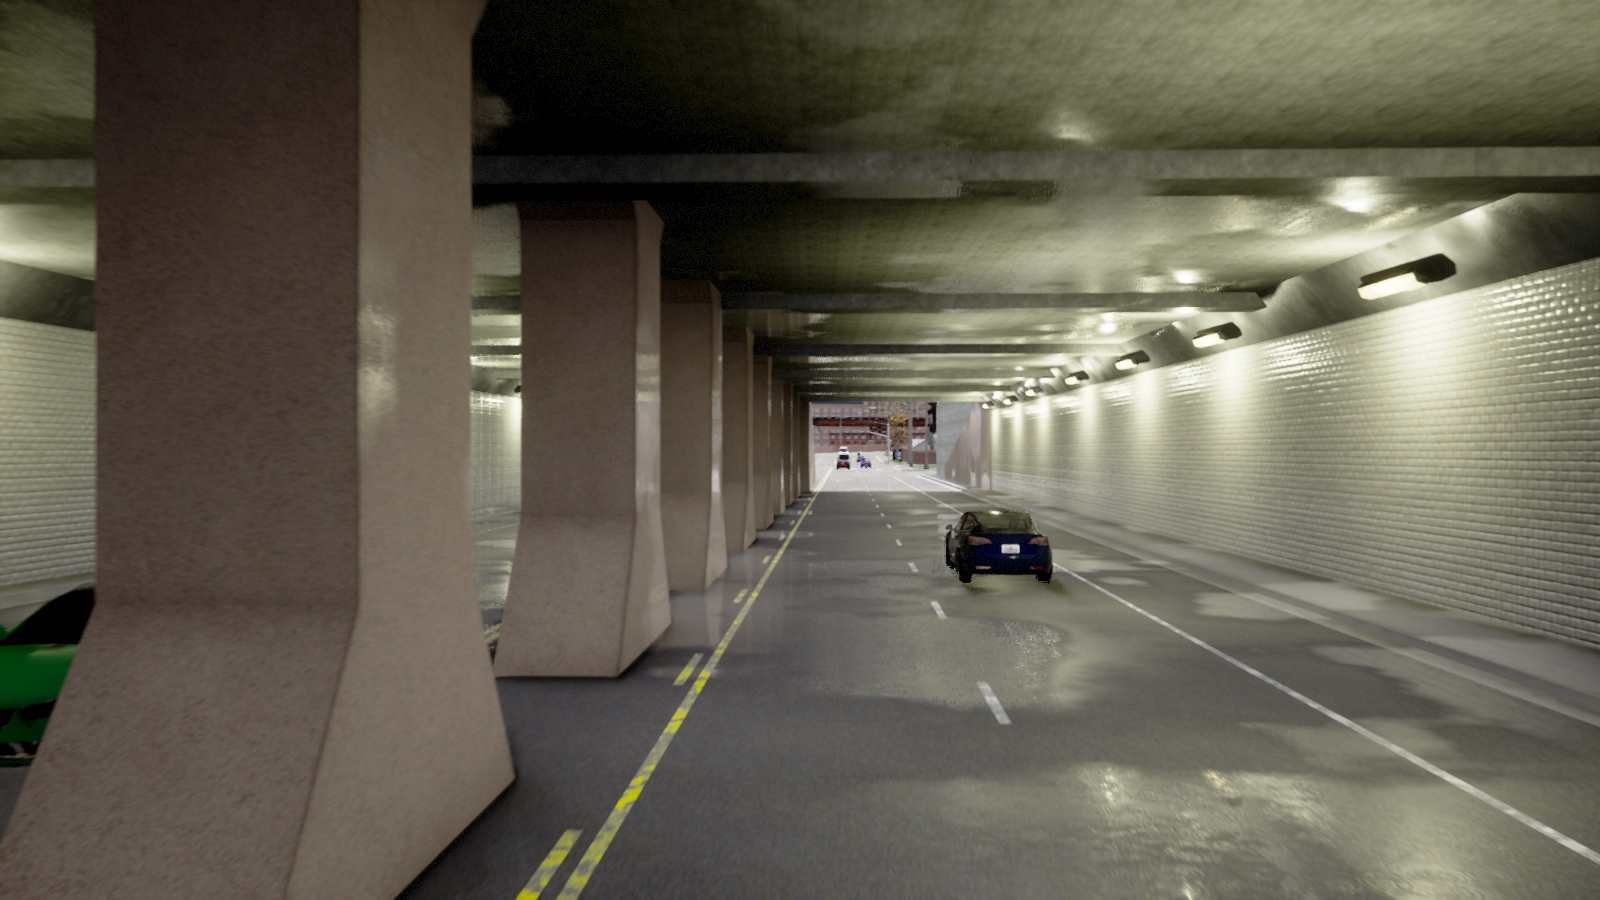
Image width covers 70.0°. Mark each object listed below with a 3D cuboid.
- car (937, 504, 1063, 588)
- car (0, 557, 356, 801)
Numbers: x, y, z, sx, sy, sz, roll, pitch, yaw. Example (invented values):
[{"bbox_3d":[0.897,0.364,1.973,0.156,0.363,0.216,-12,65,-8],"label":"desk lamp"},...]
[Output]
[{"bbox_3d":[4.358,2.063,25.629,2.163,1.488,4.792,0,0,2],"label":"car"},{"bbox_3d":[-6.653,2.060,11.614,2.231,1.480,4.892,0,0,2],"label":"car"}]
